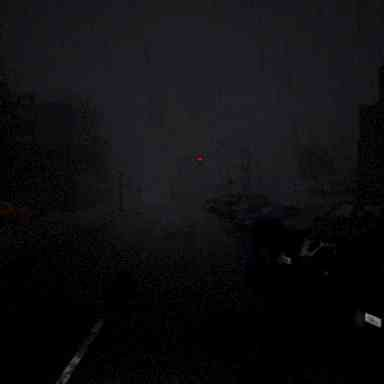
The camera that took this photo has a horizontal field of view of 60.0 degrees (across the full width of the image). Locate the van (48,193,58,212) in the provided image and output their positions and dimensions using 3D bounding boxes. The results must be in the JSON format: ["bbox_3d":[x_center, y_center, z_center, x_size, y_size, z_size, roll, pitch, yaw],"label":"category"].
[{"bbox_3d":[-14.448,1.098,29.784,4.442,1.987,1.878,-1,0,-23],"label":"van"}]

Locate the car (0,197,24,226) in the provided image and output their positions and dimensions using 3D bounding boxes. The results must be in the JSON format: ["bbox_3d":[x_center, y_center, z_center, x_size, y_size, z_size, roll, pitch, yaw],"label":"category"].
[{"bbox_3d":[-13.880,1.373,20.943,5.366,1.575,1.946,-1,0,-22],"label":"car"}]

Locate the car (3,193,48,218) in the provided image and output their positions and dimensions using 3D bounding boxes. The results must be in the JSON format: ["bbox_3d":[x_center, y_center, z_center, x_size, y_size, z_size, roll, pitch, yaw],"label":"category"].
[{"bbox_3d":[-14.335,1.217,26.792,4.553,1.767,2.185,-1,1,-23],"label":"car"}]

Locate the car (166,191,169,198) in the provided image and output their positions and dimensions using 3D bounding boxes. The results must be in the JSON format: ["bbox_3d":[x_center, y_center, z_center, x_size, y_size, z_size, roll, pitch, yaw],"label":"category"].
[{"bbox_3d":[-3.293,0.806,90.932,5.566,2.045,2.435,0,0,-29],"label":"car"}]

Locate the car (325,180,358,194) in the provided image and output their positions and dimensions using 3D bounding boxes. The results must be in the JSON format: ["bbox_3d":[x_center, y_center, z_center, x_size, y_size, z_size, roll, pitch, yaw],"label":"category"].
[{"bbox_3d":[21.530,-0.689,47.629,2.435,2.045,5.566,-7,4,-29],"label":"car"}]

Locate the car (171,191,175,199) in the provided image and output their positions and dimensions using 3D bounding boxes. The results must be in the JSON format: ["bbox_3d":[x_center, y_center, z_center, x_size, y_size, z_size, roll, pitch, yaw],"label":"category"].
[{"bbox_3d":[-1.404,0.901,79.031,5.566,2.045,2.435,0,1,-29],"label":"car"}]

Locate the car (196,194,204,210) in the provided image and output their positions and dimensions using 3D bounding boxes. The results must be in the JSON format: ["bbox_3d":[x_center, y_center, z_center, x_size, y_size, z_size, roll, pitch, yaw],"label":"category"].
[{"bbox_3d":[3.453,1.257,32.381,5.366,1.575,1.946,0,1,-24],"label":"car"}]

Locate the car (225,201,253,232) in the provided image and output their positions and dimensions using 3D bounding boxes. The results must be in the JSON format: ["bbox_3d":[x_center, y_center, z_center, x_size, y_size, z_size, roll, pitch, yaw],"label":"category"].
[{"bbox_3d":[4.414,1.403,17.374,4.674,1.452,2.002,1,1,-22],"label":"car"}]

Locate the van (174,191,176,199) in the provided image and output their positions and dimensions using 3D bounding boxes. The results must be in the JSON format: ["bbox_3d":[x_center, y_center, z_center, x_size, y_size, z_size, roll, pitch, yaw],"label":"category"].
[{"bbox_3d":[-1.016,0.950,76.017,4.442,1.987,1.878,0,1,-29],"label":"van"}]

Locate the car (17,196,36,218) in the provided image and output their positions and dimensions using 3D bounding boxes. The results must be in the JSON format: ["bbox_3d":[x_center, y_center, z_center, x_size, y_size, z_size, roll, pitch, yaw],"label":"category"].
[{"bbox_3d":[-14.369,1.361,23.752,5.366,1.575,1.946,-1,1,-23],"label":"car"}]

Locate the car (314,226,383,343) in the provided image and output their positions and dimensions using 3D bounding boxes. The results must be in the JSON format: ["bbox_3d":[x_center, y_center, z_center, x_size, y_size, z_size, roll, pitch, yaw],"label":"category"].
[{"bbox_3d":[4.727,1.444,5.293,5.008,1.535,2.097,1,1,-21],"label":"car"}]

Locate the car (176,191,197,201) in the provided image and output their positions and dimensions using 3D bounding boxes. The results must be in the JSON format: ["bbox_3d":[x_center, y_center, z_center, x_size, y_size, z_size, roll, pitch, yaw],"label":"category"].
[{"bbox_3d":[-0.499,1.075,73.085,4.553,1.767,2.185,0,0,-29],"label":"car"}]

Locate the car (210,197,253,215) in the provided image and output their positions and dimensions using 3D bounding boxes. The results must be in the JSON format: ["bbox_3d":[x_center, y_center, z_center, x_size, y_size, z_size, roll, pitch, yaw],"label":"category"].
[{"bbox_3d":[4.158,1.323,23.411,4.892,1.521,2.231,1,1,-23],"label":"car"}]

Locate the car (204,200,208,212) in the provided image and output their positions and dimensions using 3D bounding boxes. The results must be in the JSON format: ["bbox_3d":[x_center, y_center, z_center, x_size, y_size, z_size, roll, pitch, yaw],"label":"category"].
[{"bbox_3d":[3.848,1.156,29.453,4.553,1.767,2.185,1,1,-24],"label":"car"}]

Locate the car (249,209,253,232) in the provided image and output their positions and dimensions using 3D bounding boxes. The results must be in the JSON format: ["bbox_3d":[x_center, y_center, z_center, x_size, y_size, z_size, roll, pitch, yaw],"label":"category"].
[{"bbox_3d":[4.599,1.443,11.340,4.674,1.452,2.002,1,0,-22],"label":"car"}]

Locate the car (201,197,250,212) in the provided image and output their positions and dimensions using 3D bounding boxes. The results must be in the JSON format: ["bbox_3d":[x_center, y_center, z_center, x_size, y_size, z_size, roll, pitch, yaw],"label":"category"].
[{"bbox_3d":[3.594,1.277,35.439,4.792,1.488,2.163,0,0,-24],"label":"car"}]

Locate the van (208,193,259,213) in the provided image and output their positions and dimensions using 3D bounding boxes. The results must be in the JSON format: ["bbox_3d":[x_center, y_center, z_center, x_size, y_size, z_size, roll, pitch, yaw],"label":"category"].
[{"bbox_3d":[3.890,1.075,26.377,4.442,1.987,1.878,1,1,-23],"label":"van"}]

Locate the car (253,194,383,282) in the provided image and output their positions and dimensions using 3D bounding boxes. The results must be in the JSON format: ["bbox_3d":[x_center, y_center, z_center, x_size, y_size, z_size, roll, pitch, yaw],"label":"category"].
[{"bbox_3d":[4.650,1.172,8.298,5.566,2.045,2.435,1,1,-21],"label":"car"}]

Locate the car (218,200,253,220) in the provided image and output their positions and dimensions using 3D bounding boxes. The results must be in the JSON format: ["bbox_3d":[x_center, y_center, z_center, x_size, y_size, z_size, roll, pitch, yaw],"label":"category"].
[{"bbox_3d":[4.285,1.382,20.396,4.674,1.452,2.002,1,0,-23],"label":"car"}]

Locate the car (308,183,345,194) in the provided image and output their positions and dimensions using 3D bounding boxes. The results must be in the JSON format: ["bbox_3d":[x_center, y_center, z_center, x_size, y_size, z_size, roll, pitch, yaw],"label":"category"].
[{"bbox_3d":[18.570,-0.108,47.198,2.002,1.452,4.674,-7,4,-29],"label":"car"}]
